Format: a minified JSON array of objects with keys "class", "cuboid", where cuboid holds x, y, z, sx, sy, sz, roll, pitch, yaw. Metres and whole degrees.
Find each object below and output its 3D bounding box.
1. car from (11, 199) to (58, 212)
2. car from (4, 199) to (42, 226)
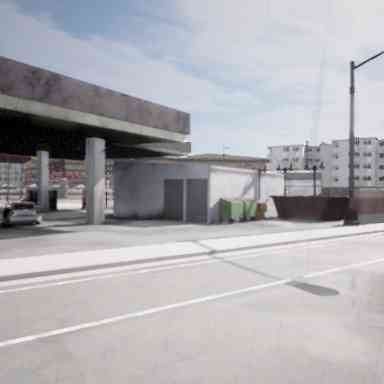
[{"class":"car","cuboid":[-18.114,1.457,38.451,1.895,1.301,4.718,0,0,29]},{"class":"car","cuboid":[-11.071,1.369,21.660,1.970,1.475,3.806,0,0,-33]}]
